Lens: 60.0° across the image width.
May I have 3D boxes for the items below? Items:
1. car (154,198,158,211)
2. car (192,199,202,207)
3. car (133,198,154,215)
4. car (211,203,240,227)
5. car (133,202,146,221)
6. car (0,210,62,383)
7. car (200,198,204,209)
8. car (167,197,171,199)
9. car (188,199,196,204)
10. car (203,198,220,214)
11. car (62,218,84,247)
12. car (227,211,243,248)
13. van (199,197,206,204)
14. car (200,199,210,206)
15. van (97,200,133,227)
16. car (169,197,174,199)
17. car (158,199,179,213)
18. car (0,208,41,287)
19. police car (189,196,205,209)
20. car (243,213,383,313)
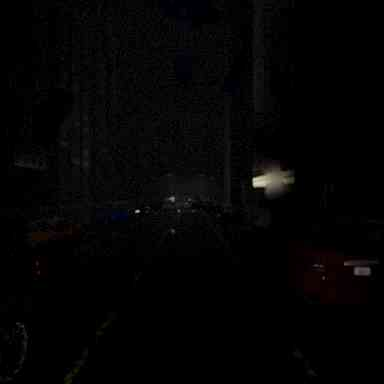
[{"bbox_3d":[-5.761,1.776,47.250,2.192,1.841,5.009,0,-1,0],"label":"car"},{"bbox_3d":[0.909,2.168,65.277,1.812,1.442,4.674,0,-1,0],"label":"car"},{"bbox_3d":[-5.762,1.662,35.970,2.192,1.841,5.009,0,-1,0],"label":"car"},{"bbox_3d":[2.762,1.787,24.692,2.008,1.369,4.403,0,-1,0],"label":"car"},{"bbox_3d":[-5.762,1.842,30.327,2.008,1.369,4.403,0,-1,0],"label":"car"},{"bbox_3d":[-3.101,1.244,2.308,2.150,2.045,5.566,0,-1,0],"label":"car"},{"bbox_3d":[2.766,2.084,52.892,1.947,1.339,4.313,0,-1,0],"label":"car"},{"bbox_3d":[-5.757,2.197,64.170,1.947,1.339,4.313,0,-1,0],"label":"car"},{"bbox_3d":[0.012,2.459,88.423,1.895,1.301,4.718,0,-1,0],"label":"car"},{"bbox_3d":[2.764,1.844,41.613,1.967,1.590,4.097,0,-1,0],"label":"car"},{"bbox_3d":[-5.765,1.651,13.236,1.752,1.417,4.829,0,-1,0],"label":"car"},{"bbox_3d":[2.761,1.678,13.411,2.008,1.369,4.403,0,-1,0],"label":"car"},{"bbox_3d":[2.771,2.199,86.737,1.690,1.788,3.998,0,-1,0],"label":"van"},{"bbox_3d":[2.769,2.233,69.814,1.887,1.381,4.507,0,-1,0],"label":"car"},{"bbox_3d":[-5.764,1.577,24.689,1.690,1.788,3.998,0,-1,0],"label":"van"},{"bbox_3d":[-5.756,2.295,75.451,2.008,1.369,4.403,0,-1,0],"label":"car"},{"bbox_3d":[-3.083,1.957,44.343,1.812,1.442,4.674,0,-1,0],"label":"car"},{"bbox_3d":[-5.766,1.389,7.767,2.192,1.841,5.009,0,-1,0],"label":"car"},{"bbox_3d":[0.850,1.968,55.379,1.930,1.638,5.238,0,-1,-1],"label":"police car"},{"bbox_3d":[2.759,1.389,7.773,2.192,1.841,5.009,0,-1,0],"label":"car"}]
